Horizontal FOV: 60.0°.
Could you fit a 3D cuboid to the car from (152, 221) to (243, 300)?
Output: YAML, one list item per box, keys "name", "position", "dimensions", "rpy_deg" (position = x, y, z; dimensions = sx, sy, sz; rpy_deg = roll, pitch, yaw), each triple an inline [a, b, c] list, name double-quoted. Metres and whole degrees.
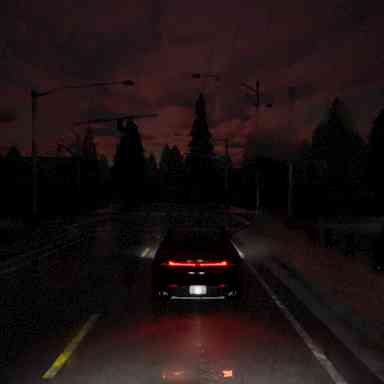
- name: "car"
  position: [0.110, 1.502, 8.370]
  dimensions: [1.837, 1.490, 4.892]
  rpy_deg: [0, 0, 0]
